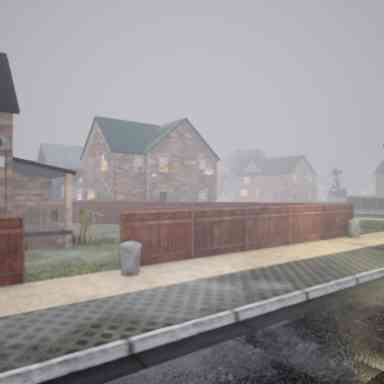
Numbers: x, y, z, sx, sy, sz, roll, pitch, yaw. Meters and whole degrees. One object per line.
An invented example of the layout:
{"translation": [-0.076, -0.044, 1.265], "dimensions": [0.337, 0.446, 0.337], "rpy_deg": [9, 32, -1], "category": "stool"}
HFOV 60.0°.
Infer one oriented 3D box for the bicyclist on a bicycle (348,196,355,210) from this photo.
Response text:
{"translation": [17.807, 1.322, 37.133], "dimensions": [1.656, 1.620, 0.582], "rpy_deg": [0, 0, -36], "category": "bicyclist on a bicycle"}
